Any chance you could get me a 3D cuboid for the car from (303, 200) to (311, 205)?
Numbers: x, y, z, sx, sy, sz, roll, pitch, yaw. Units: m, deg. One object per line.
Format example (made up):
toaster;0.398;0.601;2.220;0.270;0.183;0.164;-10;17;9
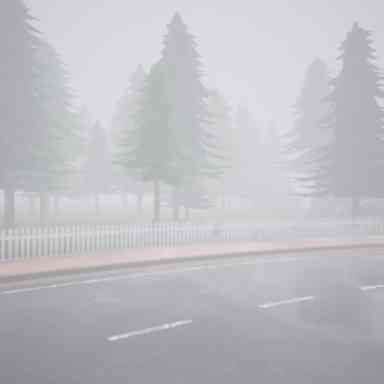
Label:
car;22.068;1.892;62.368;1.812;1.442;4.674;0;0;-3
